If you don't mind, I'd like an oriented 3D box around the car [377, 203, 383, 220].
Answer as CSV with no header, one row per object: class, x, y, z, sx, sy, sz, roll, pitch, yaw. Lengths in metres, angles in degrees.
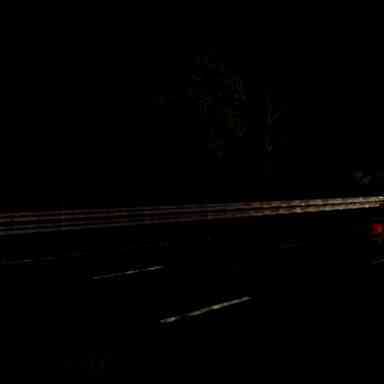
car,14.543,1.159,22.705,4.902,1.511,2.128,-1,1,-35
